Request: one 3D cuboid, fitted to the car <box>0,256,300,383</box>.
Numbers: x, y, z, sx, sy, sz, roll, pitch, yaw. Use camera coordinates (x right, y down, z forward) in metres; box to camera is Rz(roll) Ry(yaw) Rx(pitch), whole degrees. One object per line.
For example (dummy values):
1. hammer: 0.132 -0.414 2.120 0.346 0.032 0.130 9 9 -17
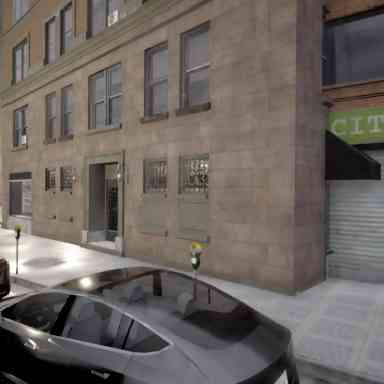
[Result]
1. car: -1.010 1.565 3.793 4.313 1.339 1.947 0 1 35
